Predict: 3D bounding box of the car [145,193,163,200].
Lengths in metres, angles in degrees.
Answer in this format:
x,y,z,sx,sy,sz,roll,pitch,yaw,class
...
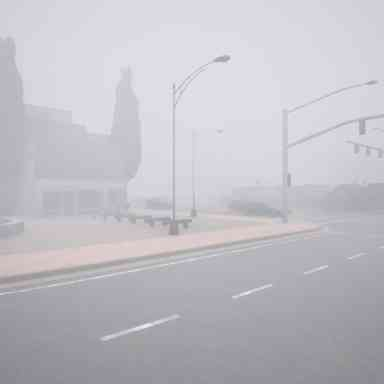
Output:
x,y,z,sx,sy,sz,roll,pitch,yaw,class
-10.018,1.153,88.037,4.605,1.855,1.932,0,0,-42,car

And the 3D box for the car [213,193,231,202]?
x,y,z,sx,sy,sz,roll,pitch,yaw,class
6.873,1.395,69.050,3.806,1.475,1.970,0,0,-42,car

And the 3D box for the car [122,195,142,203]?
x,y,z,sx,sy,sz,roll,pitch,yaw,class
-12.514,1.478,68.999,1.882,1.535,5.008,0,0,-40,car

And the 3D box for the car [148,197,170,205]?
x,y,z,sx,sy,sz,roll,pitch,yaw,class
-6.065,1.564,61.442,1.994,1.385,4.181,0,0,-40,car

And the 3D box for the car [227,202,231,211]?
x,y,z,sx,sy,sz,roll,pitch,yaw,class
5.979,1.489,36.071,2.128,1.511,4.902,0,0,-40,car

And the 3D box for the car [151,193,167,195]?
x,y,z,sx,sy,sz,roll,pitch,yaw,class
-4.262,1.352,48.180,2.097,1.767,4.553,0,0,-40,car

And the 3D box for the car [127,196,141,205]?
x,y,z,sx,sy,sz,roll,pitch,yaw,class
-9.146,1.491,59.660,2.128,1.511,4.902,0,0,-40,car

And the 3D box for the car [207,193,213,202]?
x,y,z,sx,sy,sz,roll,pitch,yaw,class
4.955,1.156,71.218,3.866,1.878,1.905,0,0,-42,car

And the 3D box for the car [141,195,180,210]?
x,y,z,sx,sy,sz,roll,pitch,yaw,class
-4.100,1.478,42.565,1.882,1.535,5.008,0,0,-40,car

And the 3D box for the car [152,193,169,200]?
x,y,z,sx,sy,sz,roll,pitch,yaw,class
-8.132,1.156,85.841,3.866,1.878,1.905,0,0,-42,car

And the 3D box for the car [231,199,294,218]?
x,y,z,sx,sy,sz,roll,pitch,yaw,class
6.425,1.547,30.080,2.033,1.411,5.357,0,0,-39,car

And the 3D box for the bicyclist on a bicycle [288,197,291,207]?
x,y,z,sx,sy,sz,roll,pitch,yaw,class
12.890,1.261,44.827,1.656,1.620,0.582,-7,4,-40,bicyclist on a bicycle
